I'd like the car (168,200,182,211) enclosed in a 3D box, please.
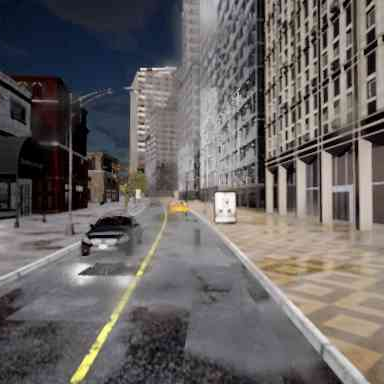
[{"bbox_3d":[-2.522,1.917,48.781,1.812,1.442,4.674,0,0,-5],"label":"car"}]

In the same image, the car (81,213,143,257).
[{"bbox_3d":[-3.114,1.642,13.722,1.812,1.442,4.674,0,0,-2],"label":"car"}]

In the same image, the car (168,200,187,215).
[{"bbox_3d":[-1.589,1.792,38.656,1.882,1.535,5.008,0,0,-4],"label":"car"}]

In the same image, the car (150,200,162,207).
[{"bbox_3d":[-6.526,2.040,59.583,1.994,1.385,4.181,0,-1,-7],"label":"car"}]

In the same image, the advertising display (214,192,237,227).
[{"bbox_3d":[2.362,1.224,23.612,1.540,2.440,0.280,-1,-1,-3],"label":"advertising display"}]
